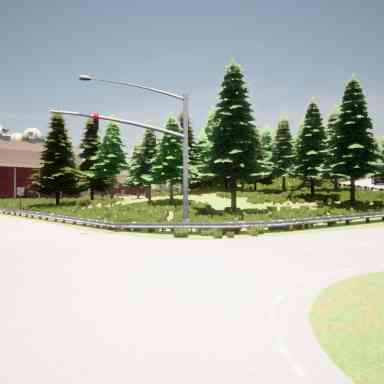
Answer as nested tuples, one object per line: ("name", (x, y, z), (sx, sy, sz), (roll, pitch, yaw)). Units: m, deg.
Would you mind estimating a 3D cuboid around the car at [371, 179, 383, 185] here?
("car", (29.049, -1.912, 51.483), (1.837, 1.490, 4.892), (0, 5, 21))
